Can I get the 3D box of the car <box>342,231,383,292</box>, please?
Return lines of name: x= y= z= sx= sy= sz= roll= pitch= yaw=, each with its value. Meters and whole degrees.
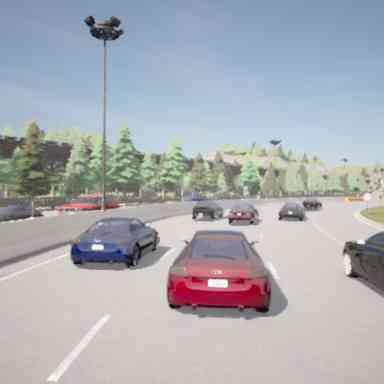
car: x=4.892 y=1.512 z=7.187 sx=1.882 sy=1.535 sz=5.008 roll=0 pitch=0 yaw=5

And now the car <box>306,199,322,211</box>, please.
car: x=15.900 y=1.597 z=43.946 sx=1.882 sy=1.535 sz=5.008 roll=0 pitch=0 yaw=31

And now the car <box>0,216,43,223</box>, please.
car: x=-11.569 y=1.500 z=21.404 sx=1.994 sy=1.385 sz=4.181 roll=0 pitch=0 yaw=13

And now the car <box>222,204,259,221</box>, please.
car: x=3.982 y=1.583 z=25.335 sx=2.033 sy=1.411 sz=5.357 roll=0 pitch=0 yaw=17

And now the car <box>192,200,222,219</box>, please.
car: x=1.425 y=1.526 z=28.599 sx=1.837 sy=1.490 sz=4.892 roll=0 pitch=0 yaw=18

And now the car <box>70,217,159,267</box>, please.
car: x=-2.464 y=1.553 z=11.501 sx=1.994 sy=1.385 sz=4.181 roll=0 pitch=0 yaw=7

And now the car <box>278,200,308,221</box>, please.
car: x=8.619 y=1.631 z=28.584 sx=1.994 sy=1.385 sz=4.181 roll=0 pitch=0 yaw=21

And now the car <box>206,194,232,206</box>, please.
car: x=4.957 y=1.301 z=59.557 sx=2.150 sy=2.045 sz=5.566 roll=0 pitch=0 yaw=35

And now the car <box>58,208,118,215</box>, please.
car: x=-7.349 y=1.185 z=24.288 sx=2.150 sy=2.045 sz=5.566 roll=0 pitch=0 yaw=14

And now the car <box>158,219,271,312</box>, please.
car: x=0.639 y=1.571 z=7.827 sx=1.994 sy=1.385 sz=4.181 roll=0 pitch=0 yaw=5
